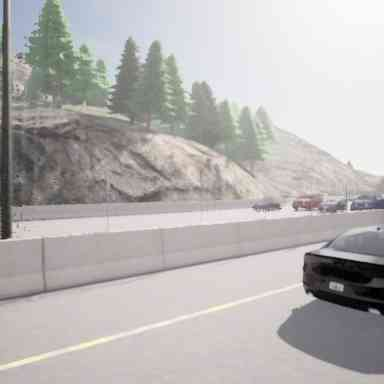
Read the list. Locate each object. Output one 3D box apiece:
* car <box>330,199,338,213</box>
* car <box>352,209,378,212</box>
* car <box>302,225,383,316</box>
[{"bbox_3d":[15.758,1.489,37.033,2.128,1.511,4.902,0,0,43],"label":"car"},{"bbox_3d":[18.518,1.209,34.838,2.150,2.045,5.566,0,0,43],"label":"car"},{"bbox_3d":[4.437,1.475,7.260,5.008,1.535,1.882,0,0,-38],"label":"car"}]
